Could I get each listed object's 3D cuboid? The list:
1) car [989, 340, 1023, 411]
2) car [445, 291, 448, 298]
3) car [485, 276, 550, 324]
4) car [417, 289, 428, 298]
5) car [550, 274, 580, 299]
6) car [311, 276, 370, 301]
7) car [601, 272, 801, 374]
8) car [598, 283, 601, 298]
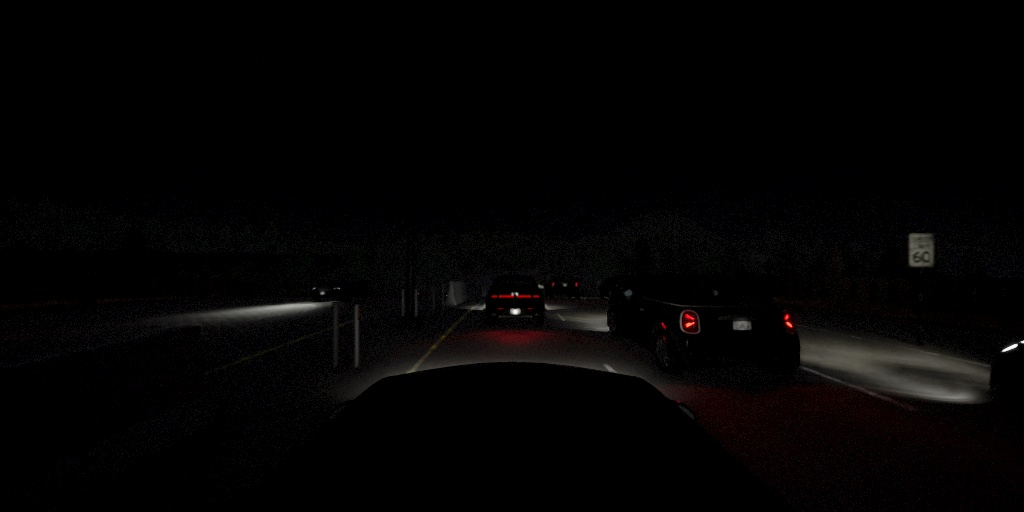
[{"bbox_3d":[7.100,1.103,2.587,2.097,1.767,4.553,0,0,0],"label":"car"},{"bbox_3d":[-10.506,6.670,64.027,2.097,1.767,4.553,0,-7,0],"label":"car"},{"bbox_3d":[0.098,1.432,12.702,1.837,1.490,4.892,0,-2,0],"label":"car"},{"bbox_3d":[-14.014,5.707,53.918,1.882,1.535,5.008,0,-8,0],"label":"car"},{"bbox_3d":[3.598,2.210,26.442,2.097,1.767,4.553,0,-5,0],"label":"car"},{"bbox_3d":[-10.593,2.003,22.510,2.128,1.511,4.902,0,-5,0],"label":"car"},{"bbox_3d":[3.599,1.142,7.734,2.097,1.767,4.553,0,-1,0],"label":"car"},{"bbox_3d":[7.098,2.139,24.017,1.837,1.490,4.892,0,-5,0],"label":"car"}]
